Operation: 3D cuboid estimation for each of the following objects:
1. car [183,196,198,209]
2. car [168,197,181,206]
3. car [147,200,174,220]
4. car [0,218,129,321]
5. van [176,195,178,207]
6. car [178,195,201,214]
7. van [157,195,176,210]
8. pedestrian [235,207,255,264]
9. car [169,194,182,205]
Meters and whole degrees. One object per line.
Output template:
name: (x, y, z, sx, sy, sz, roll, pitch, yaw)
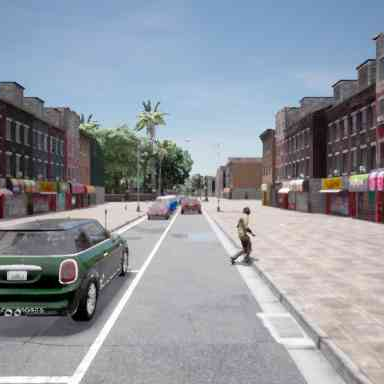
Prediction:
car: (-0.207, 1.402, 47.157, 2.097, 1.767, 4.553, 0, 0, 0)
car: (-2.925, 1.616, 55.737, 2.008, 1.369, 4.403, 0, 0, 0)
car: (-2.783, 1.599, 28.416, 1.802, 1.307, 4.206, 0, 0, 0)
car: (-2.786, 1.351, 7.417, 2.097, 1.767, 4.553, 0, 0, 0)
van: (-2.840, 1.377, 39.345, 1.690, 1.788, 3.998, 0, 0, 0)
car: (-0.096, 1.383, 36.384, 2.097, 1.767, 4.553, 0, 0, 0)
van: (-2.811, 1.367, 33.881, 1.690, 1.788, 3.998, 0, 0, 0)
pedestrian: (1.626, 1.294, 10.245, 0.375, 1.860, 0.375, 0, 0, 0)
car: (-2.953, 1.394, 61.201, 2.192, 1.841, 5.009, 0, 0, 0)
